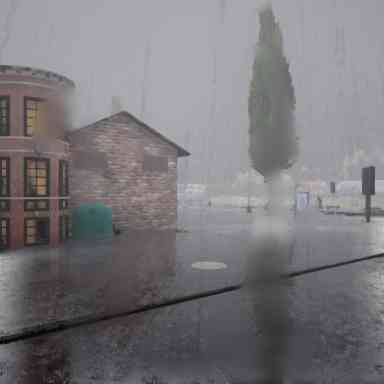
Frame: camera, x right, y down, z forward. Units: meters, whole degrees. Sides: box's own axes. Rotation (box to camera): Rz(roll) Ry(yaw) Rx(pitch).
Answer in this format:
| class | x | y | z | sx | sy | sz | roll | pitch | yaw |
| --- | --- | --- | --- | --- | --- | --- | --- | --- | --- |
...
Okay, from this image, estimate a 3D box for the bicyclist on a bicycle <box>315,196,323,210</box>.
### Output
| class | x | y | z | sx | sy | sz | roll | pitch | yaw |
| --- | --- | --- | --- | --- | --- | --- | --- | --- | --- |
| bicyclist on a bicycle | 15.350 | 1.349 | 40.171 | 1.656 | 1.620 | 0.582 | 0 | 0 | -36 |
